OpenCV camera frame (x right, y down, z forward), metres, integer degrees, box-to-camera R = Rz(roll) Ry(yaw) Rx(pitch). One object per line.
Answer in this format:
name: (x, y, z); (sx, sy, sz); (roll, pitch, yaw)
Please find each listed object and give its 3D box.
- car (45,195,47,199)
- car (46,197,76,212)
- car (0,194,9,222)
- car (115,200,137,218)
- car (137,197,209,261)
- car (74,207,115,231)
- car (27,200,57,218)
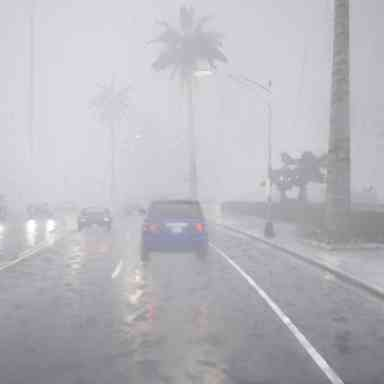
car: (-34.247, 1.184, 82.442); (4.193, 1.474, 1.816); (0, 0, 20)
car: (-14.389, 1.470, 36.965); (1.994, 1.385, 4.181); (0, 0, -38)
car: (-15.254, 1.129, 25.304); (2.150, 2.045, 5.566); (1, 0, -26)
car: (-5.652, 1.462, 29.566); (1.837, 1.490, 4.892); (1, 0, -24)
car: (-0.785, 1.213, 12.463); (2.150, 2.045, 5.566); (0, 0, -7)
car: (-5.970, 1.560, 20.533); (1.895, 1.301, 4.718); (0, 0, -15)
car: (-13.327, 1.516, 29.122); (1.895, 1.301, 4.718); (0, 0, -29)
